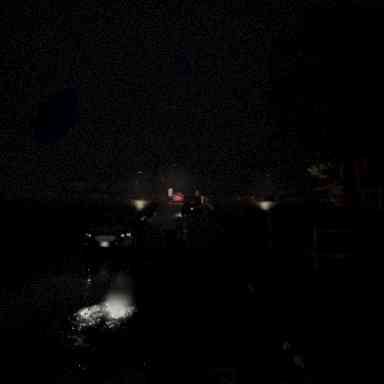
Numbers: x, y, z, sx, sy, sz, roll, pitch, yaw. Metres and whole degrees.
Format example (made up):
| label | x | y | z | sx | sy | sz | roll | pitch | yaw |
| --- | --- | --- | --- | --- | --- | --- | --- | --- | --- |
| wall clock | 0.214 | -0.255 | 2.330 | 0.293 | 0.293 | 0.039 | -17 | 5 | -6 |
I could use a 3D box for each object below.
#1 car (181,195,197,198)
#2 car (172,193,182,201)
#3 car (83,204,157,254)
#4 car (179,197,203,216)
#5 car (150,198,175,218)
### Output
| label | x | y | z | sx | sy | sz | roll | pitch | yaw |
| --- | --- | --- | --- | --- | --- | --- | --- | --- | --- |
| car | 0.019 | 1.252 | 42.883 | 2.097 | 1.767 | 4.553 | 0 | 0 | 0 |
| car | -2.882 | 1.231 | 69.418 | 2.150 | 2.045 | 5.566 | 0 | 0 | 0 |
| car | -2.866 | 1.439 | 13.370 | 2.128 | 1.511 | 4.902 | 0 | 0 | 0 |
| car | 0.032 | 1.464 | 31.732 | 1.994 | 1.385 | 4.181 | 0 | 0 | 1 |
| car | -2.907 | 1.451 | 29.237 | 2.033 | 1.411 | 5.357 | 0 | 0 | 0 |
